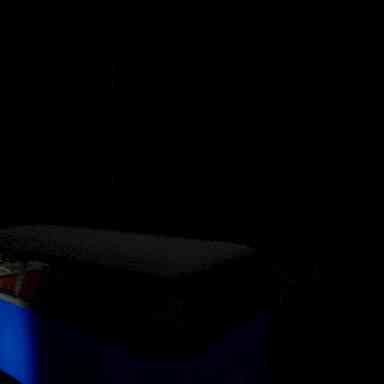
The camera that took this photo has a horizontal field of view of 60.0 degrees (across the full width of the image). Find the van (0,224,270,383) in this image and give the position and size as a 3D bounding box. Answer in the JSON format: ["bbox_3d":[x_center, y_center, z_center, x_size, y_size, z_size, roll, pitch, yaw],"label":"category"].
[{"bbox_3d":[-1.140,1.338,3.772,3.998,1.788,1.690,0,0,36],"label":"van"}]
